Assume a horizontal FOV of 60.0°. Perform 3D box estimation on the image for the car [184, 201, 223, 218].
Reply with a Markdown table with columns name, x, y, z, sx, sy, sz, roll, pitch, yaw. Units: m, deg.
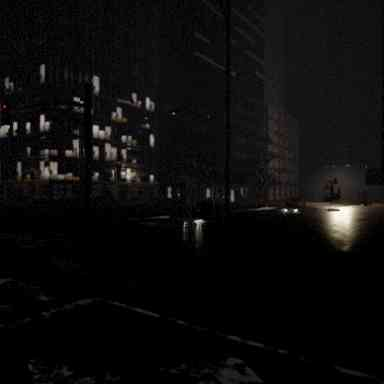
| name | x | y | z | sx | sy | sz | roll | pitch | yaw |
| --- | --- | --- | --- | --- | --- | --- | --- | --- | --- |
| car | 1.199 | 1.590 | 30.897 | 1.812 | 1.442 | 4.674 | 1 | 0 | 37 |

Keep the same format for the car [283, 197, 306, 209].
| name | x | y | z | sx | sy | sz | roll | pitch | yaw |
| --- | --- | --- | --- | --- | --- | --- | --- | --- | --- |
| car | 15.270 | 1.524 | 49.530 | 2.097 | 1.767 | 4.553 | 1 | 0 | 37 |
